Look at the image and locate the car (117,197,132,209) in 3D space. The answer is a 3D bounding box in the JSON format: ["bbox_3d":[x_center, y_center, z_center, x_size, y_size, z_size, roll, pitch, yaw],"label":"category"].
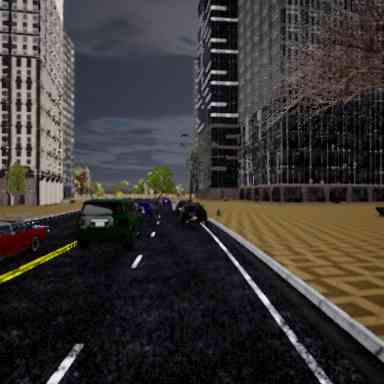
[{"bbox_3d":[-10.627,1.639,52.845,2.097,1.767,4.553,0,0,-8],"label":"car"}]

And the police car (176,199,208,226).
[{"bbox_3d":[0.049,1.553,25.034,1.930,1.638,5.238,0,0,-4],"label":"police car"}]

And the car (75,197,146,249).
[{"bbox_3d":[-3.544,1.301,15.064,2.150,2.045,5.566,0,0,-2],"label":"car"}]

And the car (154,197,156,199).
[{"bbox_3d":[-7.636,1.793,74.241,2.033,1.411,5.357,0,0,-12],"label":"car"}]

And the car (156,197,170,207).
[{"bbox_3d":[-4.709,1.662,58.205,2.097,1.767,4.553,0,0,-10],"label":"car"}]

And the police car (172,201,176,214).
[{"bbox_3d":[-0.805,1.606,35.157,1.930,1.638,5.238,0,0,-6],"label":"police car"}]

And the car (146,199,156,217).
[{"bbox_3d":[-4.817,1.701,33.295,1.812,1.442,4.674,0,0,-5],"label":"car"}]

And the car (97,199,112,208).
[{"bbox_3d":[-14.022,1.820,53.710,1.812,1.442,4.674,0,0,-8],"label":"car"}]

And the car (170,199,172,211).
[{"bbox_3d":[-1.436,1.739,41.108,1.812,1.442,4.674,0,0,-7],"label":"car"}]

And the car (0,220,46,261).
[{"bbox_3d":[-6.851,1.665,11.411,1.895,1.301,4.718,0,0,-2],"label":"car"}]
